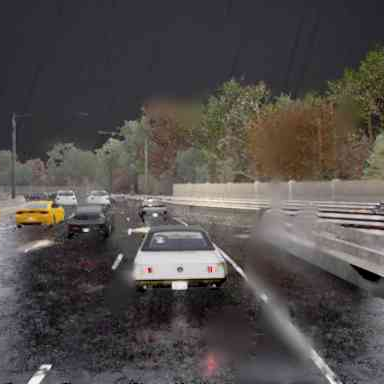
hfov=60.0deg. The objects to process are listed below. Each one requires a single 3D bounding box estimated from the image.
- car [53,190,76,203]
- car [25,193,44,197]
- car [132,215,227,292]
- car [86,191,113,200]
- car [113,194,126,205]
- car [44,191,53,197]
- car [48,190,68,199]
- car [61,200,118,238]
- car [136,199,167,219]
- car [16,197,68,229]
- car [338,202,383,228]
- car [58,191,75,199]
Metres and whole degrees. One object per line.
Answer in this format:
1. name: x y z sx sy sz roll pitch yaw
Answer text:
1. car: -14.852 0.882 39.150 2.150 2.045 5.566 0 1 -22
2. car: -33.135 0.854 69.026 1.895 1.301 4.718 0 1 -43
3. car: -0.412 1.525 8.721 1.895 1.301 4.718 0 0 -5
4. car: -11.172 0.881 39.299 2.150 2.045 5.566 0 1 -22
5. car: -10.707 1.084 47.101 2.128 1.511 4.902 0 1 -26
6. car: -30.478 0.738 71.304 1.837 1.490 4.892 0 1 -43
7. car: -31.116 0.557 77.213 5.566 2.045 2.150 0 1 44
8. car: -4.971 1.359 16.754 1.837 1.490 4.892 0 0 -9
9. car: -2.997 1.280 24.585 2.128 1.511 4.902 0 1 -13
10. car: -9.225 1.299 20.507 1.882 1.535 5.008 0 0 -11
11. car: 9.269 1.201 15.395 2.097 1.767 4.553 0 1 -45
12. car: -27.820 0.573 73.582 2.097 1.767 4.553 0 1 -43
